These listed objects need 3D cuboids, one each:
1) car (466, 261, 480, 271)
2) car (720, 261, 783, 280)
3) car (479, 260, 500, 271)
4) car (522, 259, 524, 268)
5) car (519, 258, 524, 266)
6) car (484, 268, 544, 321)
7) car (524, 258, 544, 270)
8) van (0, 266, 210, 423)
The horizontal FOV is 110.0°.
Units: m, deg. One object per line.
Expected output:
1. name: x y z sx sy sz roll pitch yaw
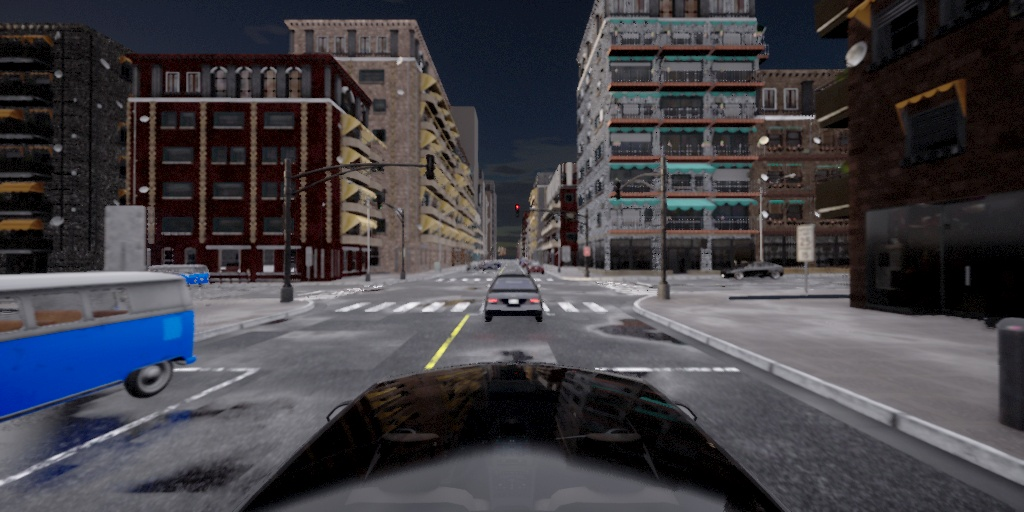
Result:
1. car: -5.678 1.452 52.903 2.007 1.370 4.403 0 0 0
2. car: 18.275 1.085 27.389 4.313 1.339 1.948 0 0 0
3. car: -3.070 1.458 50.715 1.994 1.385 4.181 0 0 0
4. car: 2.702 1.435 47.365 2.007 1.370 4.403 0 0 0
5. car: 2.707 1.518 63.968 1.802 1.307 4.207 0 0 0
6. car: 0.065 1.328 12.550 2.033 1.411 5.357 0 0 0
7. car: 2.700 1.307 41.831 1.967 1.591 4.097 0 0 0
8. van: -5.803 1.097 3.938 1.690 1.789 3.998 0 0 0
